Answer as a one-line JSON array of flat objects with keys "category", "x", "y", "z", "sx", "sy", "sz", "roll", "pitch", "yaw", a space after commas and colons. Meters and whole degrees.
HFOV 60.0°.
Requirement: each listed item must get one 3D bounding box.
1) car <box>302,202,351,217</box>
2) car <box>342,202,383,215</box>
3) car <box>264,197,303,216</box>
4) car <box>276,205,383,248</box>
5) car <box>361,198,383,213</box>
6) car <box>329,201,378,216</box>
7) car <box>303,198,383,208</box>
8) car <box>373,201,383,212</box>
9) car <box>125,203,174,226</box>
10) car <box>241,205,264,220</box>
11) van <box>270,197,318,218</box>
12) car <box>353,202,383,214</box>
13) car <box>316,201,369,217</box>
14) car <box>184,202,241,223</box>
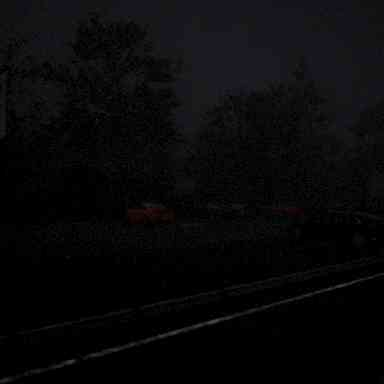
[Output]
[{"category": "car", "x": 14.943, "y": 1.897, "z": 37.109, "sx": 2.002, "sy": 1.452, "sz": 4.674, "roll": 1, "pitch": -1, "yaw": -35}, {"category": "car", "x": 21.761, "y": 2.026, "z": 41.938, "sx": 2.163, "sy": 1.488, "sz": 4.792, "roll": 1, "pitch": -1, "yaw": -35}, {"category": "car", "x": 8.159, "y": 1.594, "z": 32.242, "sx": 2.185, "sy": 1.767, "sz": 4.553, "roll": 1, "pitch": -1, "yaw": -35}, {"category": "car", "x": 6.623, "y": 1.574, "z": 15.133, "sx": 2.231, "sy": 1.521, "sz": 4.892, "roll": 1, "pitch": 0, "yaw": -35}, {"category": "car", "x": 26.297, "y": 1.840, "z": 45.176, "sx": 2.435, "sy": 2.045, "sz": 5.566, "roll": 1, "pitch": -1, "yaw": -36}, {"category": "car", "x": 19.481, "y": 1.950, "z": 40.341, "sx": 2.097, "sy": 1.535, "sz": 5.008, "roll": 1, "pitch": -1, "yaw": -35}, {"category": "car", "x": 8.889, "y": 1.354, "z": 16.785, "sx": 2.435, "sy": 2.045, "sz": 5.566, "roll": 1, "pitch": -1, "yaw": -35}, {"category": "car", "x": 28.548, "y": 2.142, "z": 46.810, "sx": 2.097, "sy": 1.535, "sz": 5.008, "roll": 1, "pitch": -1, "yaw": -35}, {"category": "car", "x": -3.205, "y": 1.545, "z": 24.196, "sx": 2.097, "sy": 1.535, "sz": 5.008, "roll": 1, "pitch": 0, "yaw": -35}, {"category": "car", "x": 3.601, "y": 1.680, "z": 29.041, "sx": 2.002, "sy": 1.452, "sz": 4.674, "roll": 1, "pitch": -1, "yaw": -35}, {"category": "van", "x": 10.340, "y": 1.538, "z": 33.975, "sx": 1.878, "sy": 1.987, "sz": 4.442, "roll": 1, "pitch": -1, "yaw": -35}, {"category": "car", "x": 23.994, "y": 2.073, "z": 43.603, "sx": 2.163, "sy": 1.488, "sz": 4.792, "roll": 1, "pitch": -1, "yaw": -35}, {"category": "car", "x": 17.317, "y": 1.900, "z": 38.577, "sx": 1.946, "sy": 1.575, "sz": 5.366, "roll": 1, "pitch": -1, "yaw": -35}, {"category": "car", "x": 1.328, "y": 1.604, "z": 27.429, "sx": 2.097, "sy": 1.535, "sz": 5.008, "roll": 1, "pitch": 0, "yaw": -35}]
